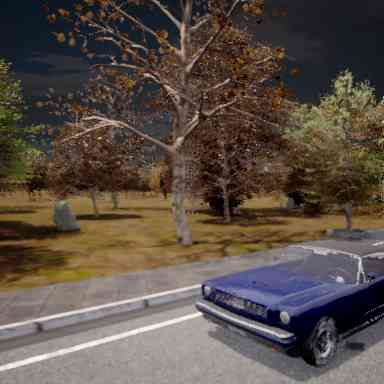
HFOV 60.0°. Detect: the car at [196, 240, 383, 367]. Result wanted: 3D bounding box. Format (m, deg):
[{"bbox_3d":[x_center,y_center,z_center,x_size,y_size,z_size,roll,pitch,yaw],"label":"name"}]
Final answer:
[{"bbox_3d":[2.371,1.618,5.937,4.718,1.301,1.895,0,0,-38],"label":"car"}]
